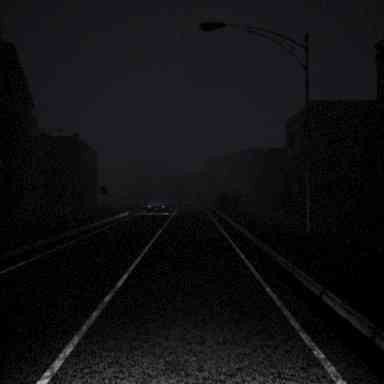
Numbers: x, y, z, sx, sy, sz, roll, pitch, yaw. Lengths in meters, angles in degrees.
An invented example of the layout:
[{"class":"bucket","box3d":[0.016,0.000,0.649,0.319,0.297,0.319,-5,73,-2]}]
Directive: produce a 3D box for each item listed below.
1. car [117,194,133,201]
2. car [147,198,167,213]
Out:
[{"class":"car","box3d":[-15.151,1.212,75.249,1.812,1.442,4.674,1,0,-42]},{"class":"car","box3d":[-3.664,1.421,35.807,1.812,1.442,4.674,0,0,0]}]
